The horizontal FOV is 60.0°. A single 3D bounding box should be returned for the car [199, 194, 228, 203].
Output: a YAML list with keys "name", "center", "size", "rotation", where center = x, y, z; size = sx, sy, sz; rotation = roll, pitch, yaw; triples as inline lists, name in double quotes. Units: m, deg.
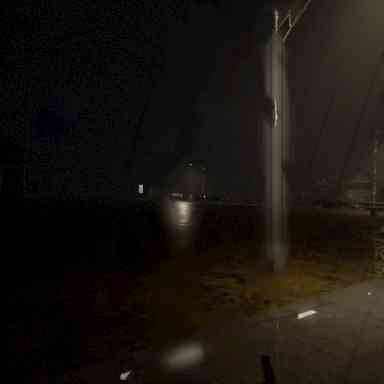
- name: "car"
  center: [3.789, 1.060, 54.047]
  size: [1.837, 1.490, 4.892]
  rotation: [2, -1, -35]

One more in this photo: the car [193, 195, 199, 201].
- name: "car"
  center: [2.043, 1.098, 62.709]
  size: [1.837, 1.490, 4.892]
  rotation: [2, -1, -35]

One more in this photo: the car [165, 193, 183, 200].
- name: "car"
  center: [-3.999, 0.954, 71.235]
  size: [1.895, 1.301, 4.718]
  rotation: [2, -1, -35]

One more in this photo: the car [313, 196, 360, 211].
- name: "car"
  center: [15.954, 1.255, 36.860]
  size: [1.882, 1.535, 5.008]
  rotation: [2, 0, -35]
